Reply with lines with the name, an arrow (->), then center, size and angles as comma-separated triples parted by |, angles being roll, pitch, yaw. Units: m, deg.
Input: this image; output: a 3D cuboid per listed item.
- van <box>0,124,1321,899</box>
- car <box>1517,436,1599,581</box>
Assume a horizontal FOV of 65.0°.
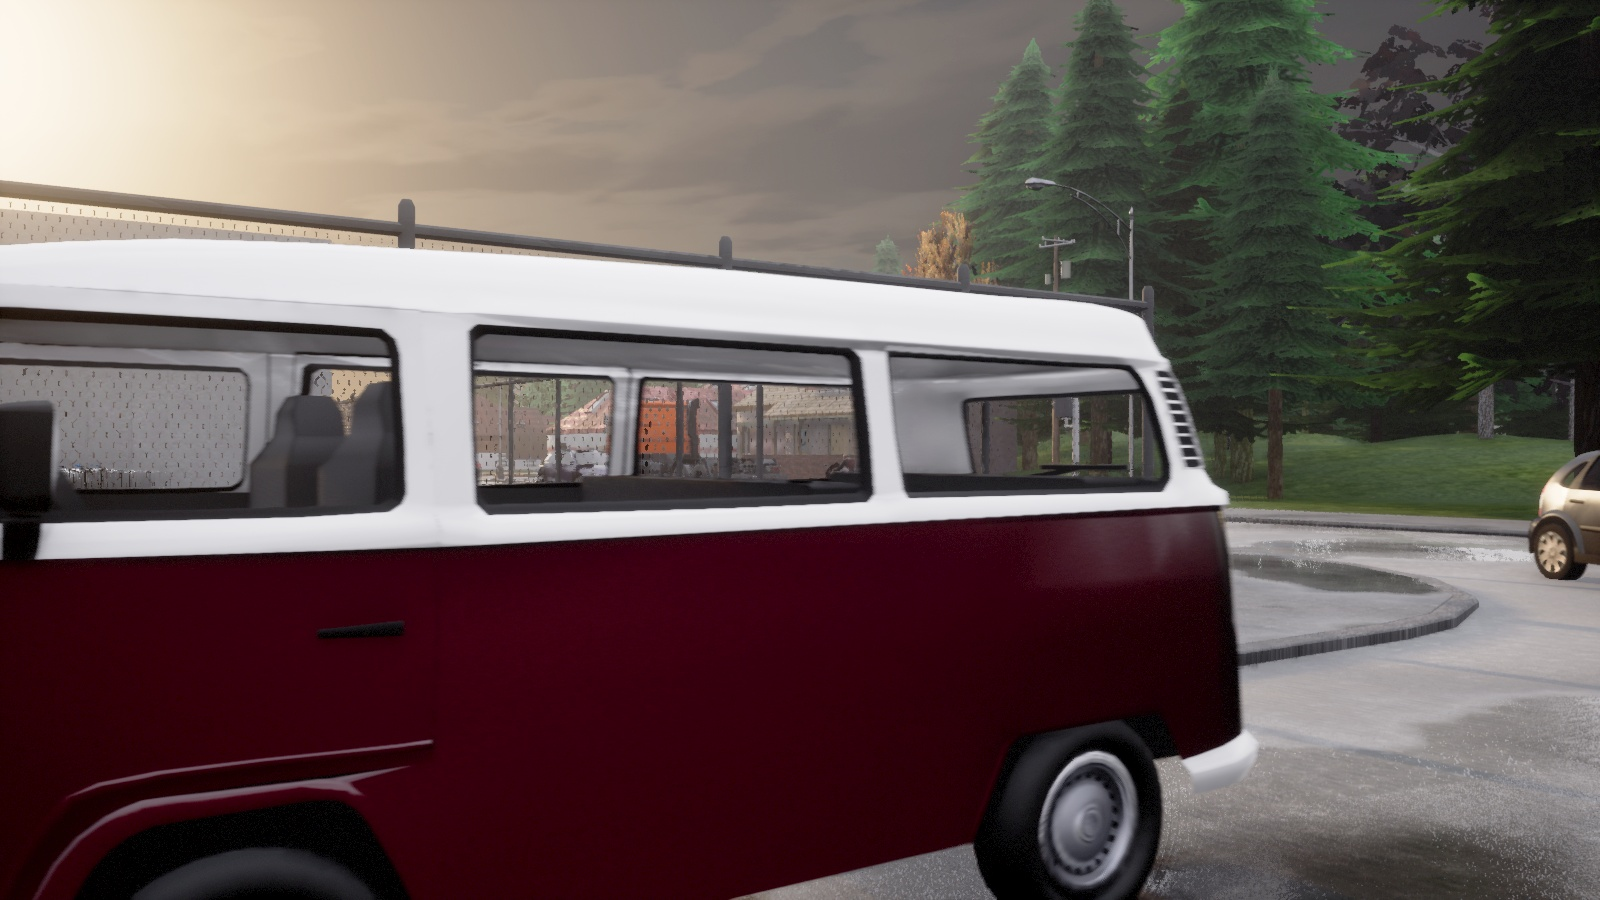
van -> -0.686, 0.479, 3.787 | 4.480, 2.038, 2.069 | 0, 0, -35
car -> 9.891, 0.655, 13.539 | 1.851, 1.617, 3.988 | 0, 0, -4
